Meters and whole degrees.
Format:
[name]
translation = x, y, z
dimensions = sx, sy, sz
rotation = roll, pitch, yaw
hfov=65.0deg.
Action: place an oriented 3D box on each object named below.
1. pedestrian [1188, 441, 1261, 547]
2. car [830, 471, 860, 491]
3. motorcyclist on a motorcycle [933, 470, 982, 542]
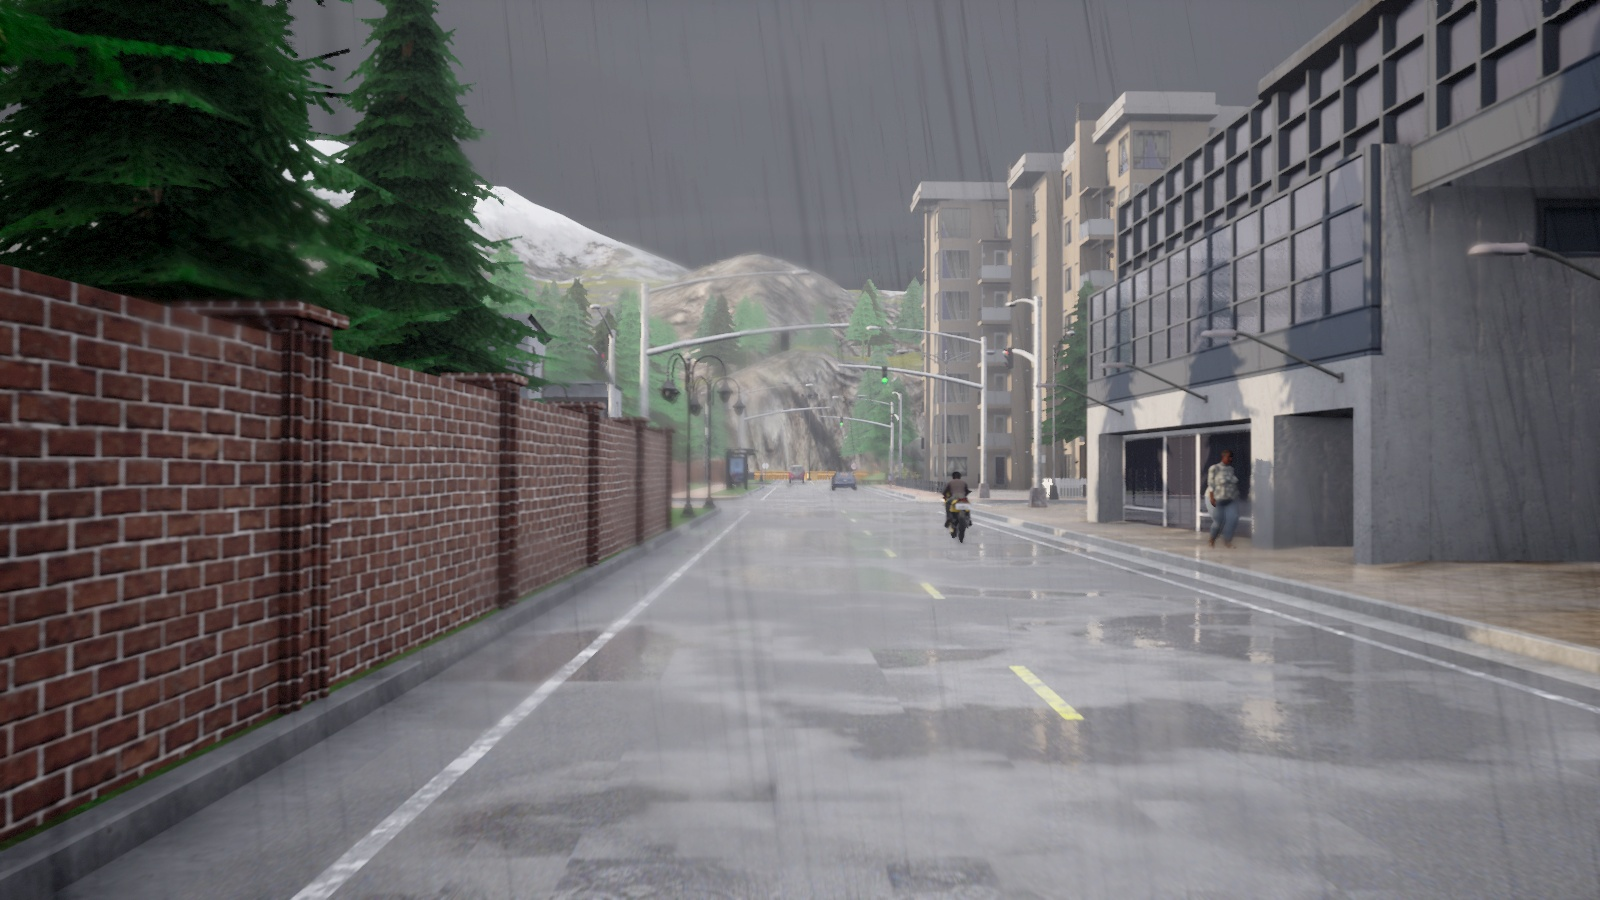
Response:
[pedestrian]
translation = 7.607, 0.784, 22.540
dimensions = 0.874, 1.855, 0.900
rotation = 0, -1, -15
[car]
translation = 3.276, 2.256, 93.037
dimensions = 2.033, 1.411, 5.357
rotation = 0, -1, 0
[motorcyclist on a motorcycle]
translation = 3.433, 1.197, 27.522
dimensions = 0.797, 1.523, 2.044
rotation = 0, -1, 0
